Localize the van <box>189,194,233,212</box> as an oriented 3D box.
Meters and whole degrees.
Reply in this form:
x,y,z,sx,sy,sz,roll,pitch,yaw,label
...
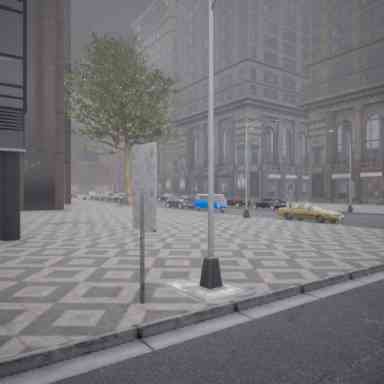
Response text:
x,y,z,sx,sy,sz,roll,pitch,yaw,label
1.819,1.090,33.150,1.690,1.788,3.998,1,0,-35,van

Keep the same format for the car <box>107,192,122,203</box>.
x,y,z,sx,sy,sz,roll,pitch,yaw,label
-11.069,0.991,51.562,2.008,1.369,4.403,1,0,-35,car

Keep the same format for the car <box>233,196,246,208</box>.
x,y,z,sx,sy,sz,roll,pitch,yaw,label
5.576,1.223,42.649,1.887,1.381,4.507,1,0,-35,car

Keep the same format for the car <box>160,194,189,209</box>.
x,y,z,sx,sy,sz,roll,pitch,yaw,label
-1.404,1.230,37.753,2.008,1.369,4.403,1,0,-35,car

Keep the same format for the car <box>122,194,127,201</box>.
x,y,z,sx,sy,sz,roll,pitch,yaw,label
-7.751,1.050,46.821,1.752,1.417,4.829,1,0,-35,car

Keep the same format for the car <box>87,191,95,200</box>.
x,y,z,sx,sy,sz,roll,pitch,yaw,label
-17.512,0.829,60.766,2.008,1.369,4.403,1,0,-35,car

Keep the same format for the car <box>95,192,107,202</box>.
x,y,z,sx,sy,sz,roll,pitch,yaw,label
-14.291,0.910,56.164,2.008,1.369,4.403,1,0,-35,car

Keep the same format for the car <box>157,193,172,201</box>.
x,y,z,sx,sy,sz,roll,pitch,yaw,label
-4.087,0.880,56.457,1.967,1.590,4.097,1,0,-35,car

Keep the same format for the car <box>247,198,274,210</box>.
x,y,z,sx,sy,sz,roll,pitch,yaw,label
8.796,1.314,38.047,1.947,1.339,4.313,1,0,-35,car

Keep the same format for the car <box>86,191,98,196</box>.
x,y,z,sx,sy,sz,roll,pitch,yaw,label
-26.639,0.470,88.666,1.802,1.307,4.206,1,0,-35,car

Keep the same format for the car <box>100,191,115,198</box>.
x,y,z,sx,sy,sz,roll,pitch,yaw,label
-20.196,0.586,79.463,1.887,1.381,4.507,1,0,-35,car

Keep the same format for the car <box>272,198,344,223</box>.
x,y,z,sx,sy,sz,roll,pitch,yaw,label
8.359,1.397,23.803,1.752,1.417,4.829,1,0,-35,car

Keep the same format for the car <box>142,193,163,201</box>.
x,y,z,sx,sy,sz,roll,pitch,yaw,label
-7.311,0.909,61.058,2.008,1.369,4.403,1,0,-35,car

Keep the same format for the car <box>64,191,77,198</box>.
x,y,z,sx,sy,sz,roll,pitch,yaw,label
-27.175,0.482,74.570,1.967,1.590,4.097,1,0,-35,car
